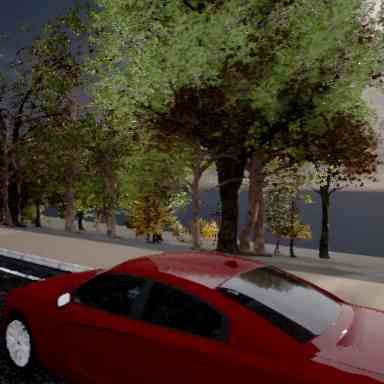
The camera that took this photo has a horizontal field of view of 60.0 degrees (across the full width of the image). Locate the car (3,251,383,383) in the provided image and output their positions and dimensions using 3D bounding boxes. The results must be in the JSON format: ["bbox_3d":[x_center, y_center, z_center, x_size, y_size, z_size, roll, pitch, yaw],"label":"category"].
[{"bbox_3d":[-0.277,1.458,3.881,5.008,1.535,1.882,0,0,36],"label":"car"}]
